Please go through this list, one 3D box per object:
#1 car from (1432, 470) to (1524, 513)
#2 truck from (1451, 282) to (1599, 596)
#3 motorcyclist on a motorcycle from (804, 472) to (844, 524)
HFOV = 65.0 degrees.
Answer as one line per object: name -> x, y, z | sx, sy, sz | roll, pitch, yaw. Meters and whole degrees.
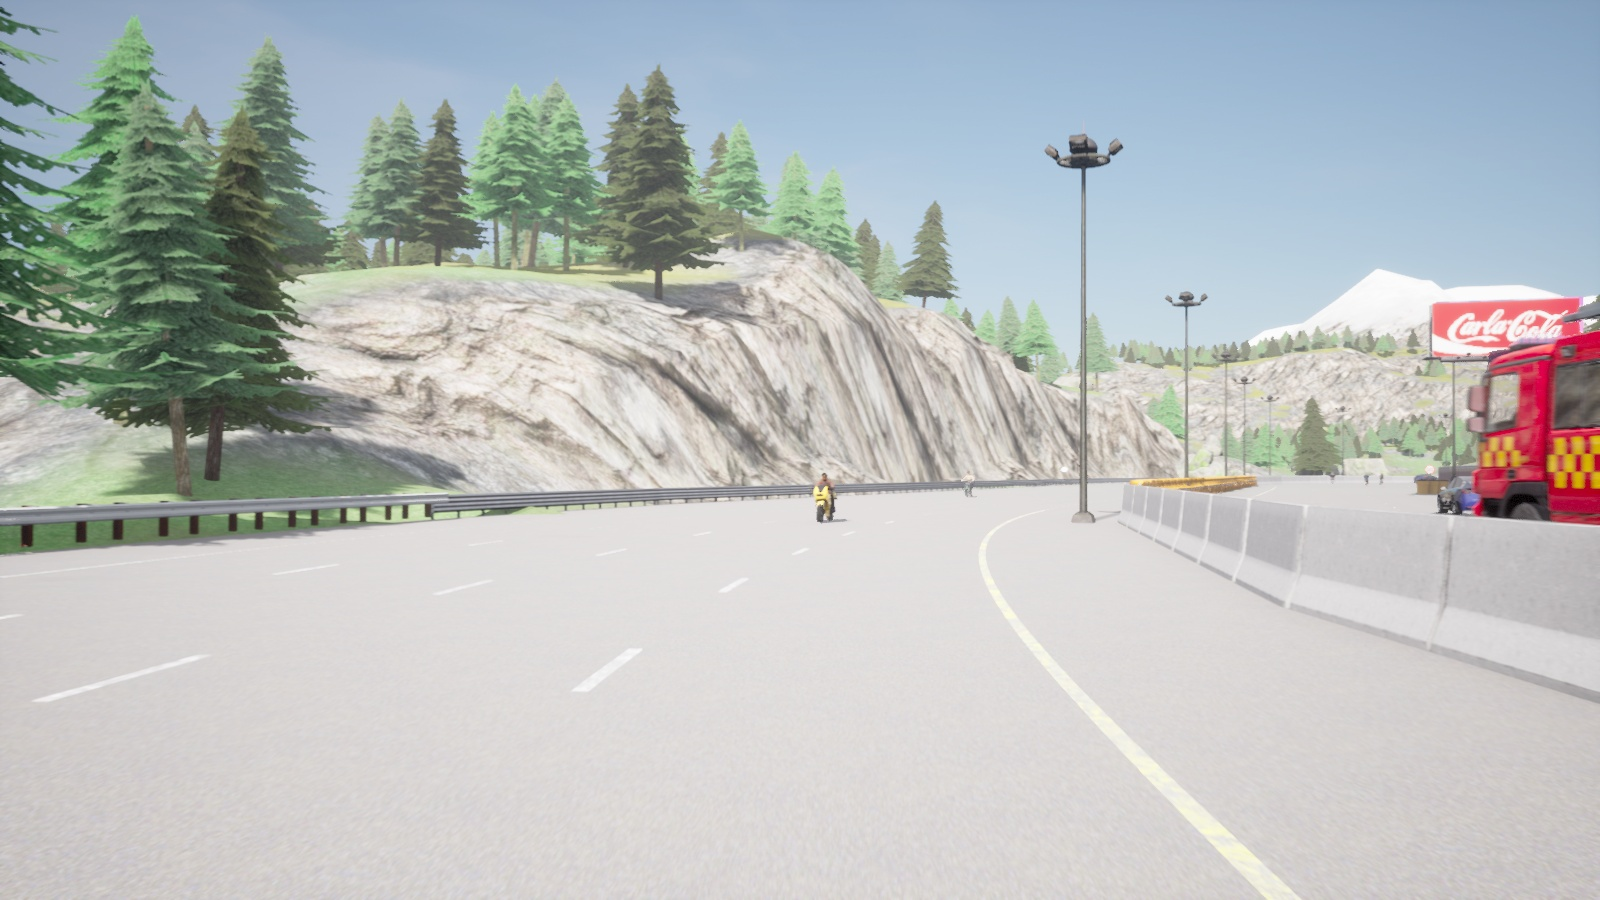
car -> 25.003, 1.497, 46.482 | 2.163, 1.488, 4.792 | -1, -1, 18
truck -> 11.193, -0.139, 15.170 | 2.891, 3.827, 8.468 | 0, -1, 5
motorcyclist on a motorcycle -> 0.736, 1.426, 37.794 | 0.797, 1.523, 2.044 | 0, -1, 13
